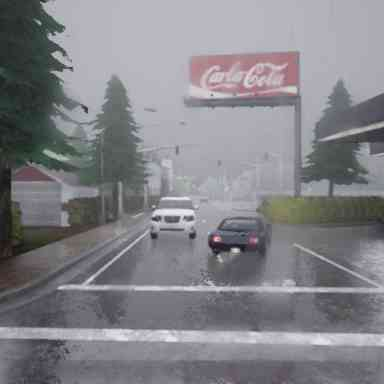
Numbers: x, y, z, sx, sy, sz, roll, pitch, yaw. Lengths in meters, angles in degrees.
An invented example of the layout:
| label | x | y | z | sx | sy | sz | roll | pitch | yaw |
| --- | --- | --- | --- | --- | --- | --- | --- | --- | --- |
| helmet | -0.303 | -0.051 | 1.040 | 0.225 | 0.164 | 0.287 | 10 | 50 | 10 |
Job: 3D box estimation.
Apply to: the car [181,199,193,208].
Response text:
| label | x | y | z | sx | sy | sz | roll | pitch | yaw |
| --- | --- | --- | --- | --- | --- | --- | --- | --- | --- |
| car | -0.790 | 1.879 | 54.488 | 1.895 | 1.301 | 4.718 | 0 | 0 | 0 |

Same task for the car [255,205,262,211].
| label | x | y | z | sx | sy | sz | roll | pitch | yaw |
| --- | --- | --- | --- | --- | --- | --- | --- | --- | --- |
| car | 8.959 | 1.804 | 34.282 | 4.902 | 1.511 | 2.128 | 1 | 0 | 1 |

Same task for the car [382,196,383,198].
| label | x | y | z | sx | sy | sz | roll | pitch | yaw |
| --- | --- | --- | --- | --- | --- | --- | --- | --- | --- |
| car | 44.031 | 1.701 | 76.857 | 1.932 | 1.855 | 4.605 | 0 | 0 | 0 |

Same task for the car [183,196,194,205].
| label | x | y | z | sx | sy | sz | roll | pitch | yaw |
| --- | --- | --- | --- | --- | --- | --- | --- | --- | --- |
| car | -0.671 | 1.725 | 69.032 | 2.097 | 1.767 | 4.553 | 0 | 0 | 0 |

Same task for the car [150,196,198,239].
| label | x | y | z | sx | sy | sz | roll | pitch | yaw |
| --- | --- | --- | --- | --- | --- | --- | --- | --- | --- |
| car | -0.879 | 1.278 | 17.848 | 2.150 | 2.045 | 5.566 | 0 | -1 | 1 |

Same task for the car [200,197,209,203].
| label | x | y | z | sx | sy | sz | roll | pitch | yaw |
| --- | --- | --- | --- | --- | --- | --- | --- | --- | --- |
| car | 2.853 | 1.796 | 78.176 | 1.812 | 1.442 | 4.674 | 0 | 0 | 0 |

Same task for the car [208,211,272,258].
| label | x | y | z | sx | sy | sz | roll | pitch | yaw |
| --- | --- | --- | --- | --- | --- | --- | --- | --- | --- |
| car | 2.046 | 1.605 | 12.905 | 1.895 | 1.301 | 4.718 | 0 | 0 | 16 |
